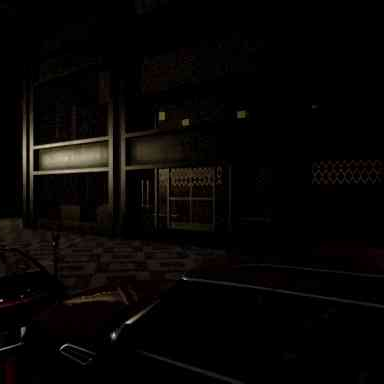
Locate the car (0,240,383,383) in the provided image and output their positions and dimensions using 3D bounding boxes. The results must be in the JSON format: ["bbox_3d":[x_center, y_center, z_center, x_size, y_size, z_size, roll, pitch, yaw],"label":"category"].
[{"bbox_3d":[0.760,1.315,2.415,5.009,1.841,2.192,0,0,34],"label":"car"}]
